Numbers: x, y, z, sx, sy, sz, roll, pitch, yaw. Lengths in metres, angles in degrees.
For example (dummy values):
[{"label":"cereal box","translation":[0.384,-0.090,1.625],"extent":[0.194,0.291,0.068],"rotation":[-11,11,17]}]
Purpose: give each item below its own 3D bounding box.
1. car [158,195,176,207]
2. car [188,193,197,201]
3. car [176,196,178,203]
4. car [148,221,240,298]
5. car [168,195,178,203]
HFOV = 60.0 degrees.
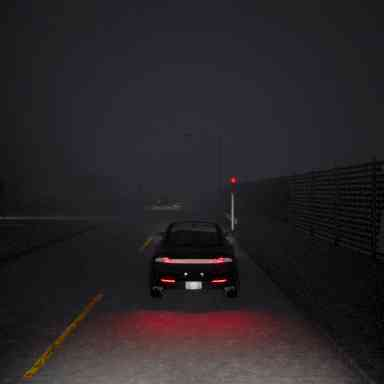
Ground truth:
[{"label":"car","translation":[-4.060,1.352,51.335],"extent":[2.097,1.767,4.553],"rotation":[0,0,0]},{"label":"car","translation":[0.056,1.225,87.465],"extent":[2.150,2.045,5.566],"rotation":[0,0,0]},{"label":"car","translation":[-4.025,1.600,60.703],"extent":[1.895,1.301,4.718],"rotation":[0,0,0]},{"label":"car","translation":[0.054,1.491,8.498],"extent":[2.128,1.511,4.902],"rotation":[0,0,1]},{"label":"car","translation":[-3.951,1.477,71.138],"extent":[1.882,1.535,5.008],"rotation":[0,0,0]}]
